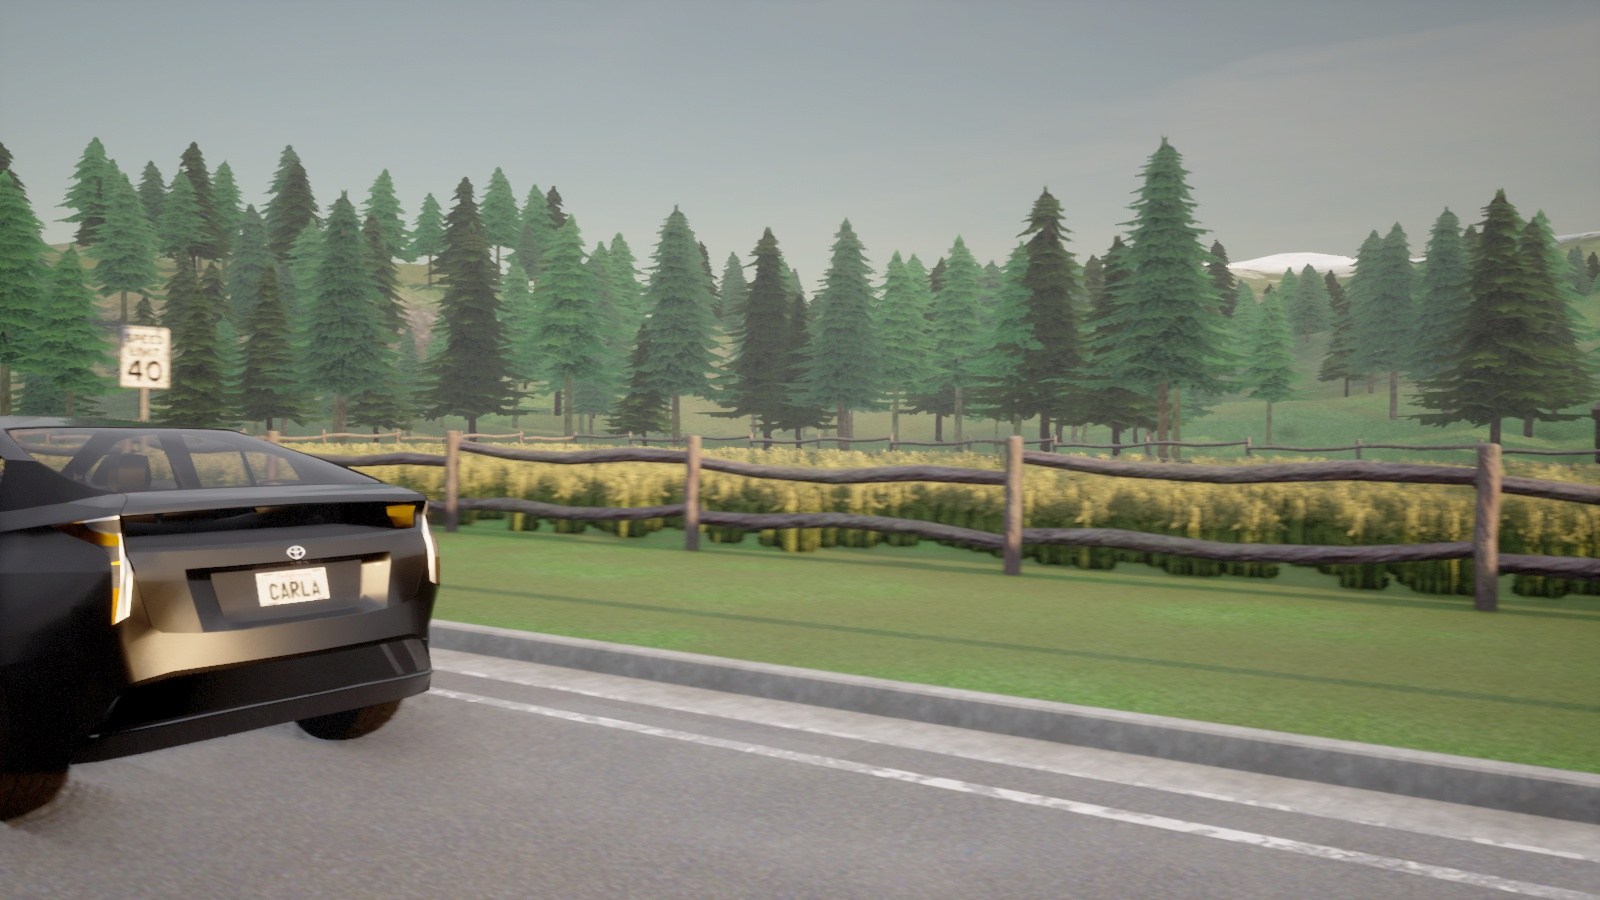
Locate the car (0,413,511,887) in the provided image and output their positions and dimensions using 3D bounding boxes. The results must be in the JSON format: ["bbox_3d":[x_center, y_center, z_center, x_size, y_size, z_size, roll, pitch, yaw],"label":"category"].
[{"bbox_3d":[-3.756,0.629,6.118,4.514,1.525,2.007,0,1,34],"label":"car"}]
